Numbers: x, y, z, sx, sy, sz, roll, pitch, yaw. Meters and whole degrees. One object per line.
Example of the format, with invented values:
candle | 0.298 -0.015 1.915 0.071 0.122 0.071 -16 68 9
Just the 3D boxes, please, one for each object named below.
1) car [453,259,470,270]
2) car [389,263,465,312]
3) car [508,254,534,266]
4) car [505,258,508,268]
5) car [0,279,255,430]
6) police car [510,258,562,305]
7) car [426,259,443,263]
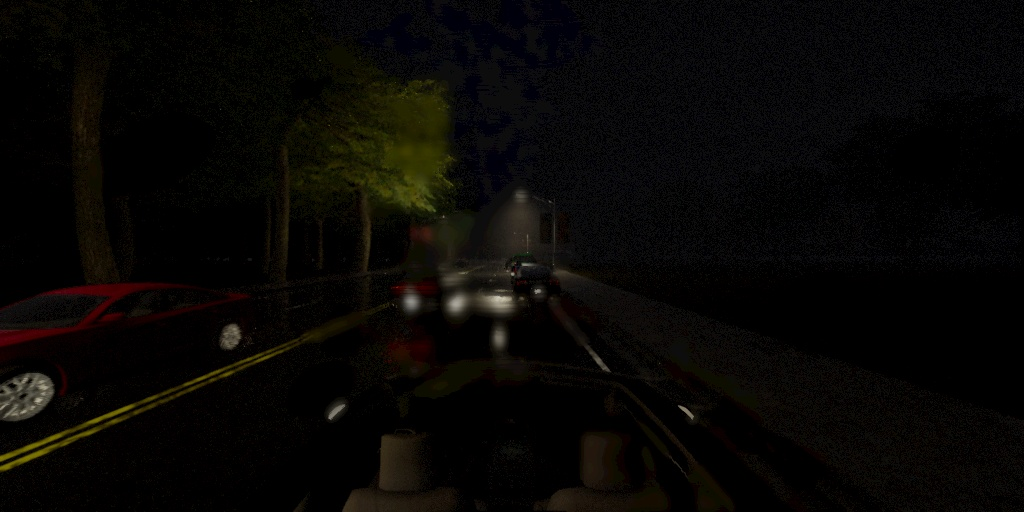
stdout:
car | -6.597 1.096 46.182 1.895 1.301 4.718 0 0 0
car | -3.151 1.179 13.673 1.837 1.490 4.892 0 0 0
car | 0.971 0.953 25.480 2.097 1.767 4.553 0 0 0
car | 0.007 0.976 51.742 1.837 1.490 4.892 0 0 0
car | -6.601 1.201 5.781 1.882 1.535 5.008 0 0 0
police car | 0.973 1.087 15.620 1.930 1.638 5.238 0 0 0
car | -9.842 1.063 45.285 1.994 1.385 4.181 0 0 0
